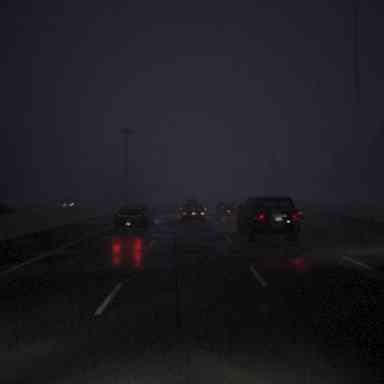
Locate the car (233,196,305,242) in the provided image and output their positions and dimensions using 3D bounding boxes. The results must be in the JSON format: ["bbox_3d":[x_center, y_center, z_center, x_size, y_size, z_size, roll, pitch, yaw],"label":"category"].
[{"bbox_3d":[3.605,1.218,16.527,2.150,2.045,5.566,0,0,0],"label":"car"}]

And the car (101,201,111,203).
[{"bbox_3d":[-16.198,1.586,63.611,1.895,1.301,4.718,0,0,-8],"label":"car"}]

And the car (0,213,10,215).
[{"bbox_3d":[-14.095,1.500,22.797,1.837,1.490,4.892,0,0,0],"label":"car"}]

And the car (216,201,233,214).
[{"bbox_3d":[3.584,1.594,35.017,1.895,1.301,4.718,0,0,-1],"label":"car"}]

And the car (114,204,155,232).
[{"bbox_3d":[-3.393,1.487,20.148,2.128,1.511,4.902,0,0,0],"label":"car"}]

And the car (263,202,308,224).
[{"bbox_3d":[7.108,1.542,25.962,2.033,1.411,5.357,0,0,0],"label":"car"}]

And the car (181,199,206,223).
[{"bbox_3d":[0.109,1.542,25.568,2.033,1.411,5.357,0,0,0],"label":"car"}]

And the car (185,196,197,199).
[{"bbox_3d":[-0.118,1.344,42.314,2.097,1.767,4.553,0,0,-2],"label":"car"}]
